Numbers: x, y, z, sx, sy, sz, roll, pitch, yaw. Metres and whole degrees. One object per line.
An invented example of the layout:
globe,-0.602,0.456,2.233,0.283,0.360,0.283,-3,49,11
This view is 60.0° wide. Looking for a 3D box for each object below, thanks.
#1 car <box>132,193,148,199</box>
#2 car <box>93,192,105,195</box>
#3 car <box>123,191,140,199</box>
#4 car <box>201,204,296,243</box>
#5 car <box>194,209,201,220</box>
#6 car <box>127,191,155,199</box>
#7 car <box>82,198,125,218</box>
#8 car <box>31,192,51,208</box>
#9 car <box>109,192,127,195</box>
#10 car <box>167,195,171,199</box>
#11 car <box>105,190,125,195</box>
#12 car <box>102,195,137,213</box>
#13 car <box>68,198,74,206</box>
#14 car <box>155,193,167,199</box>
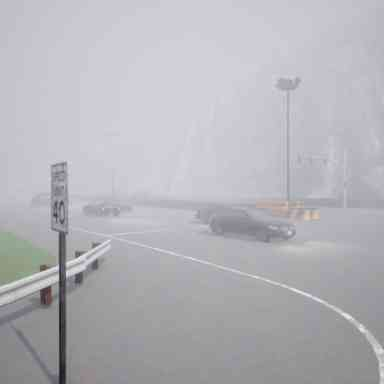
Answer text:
car,-12.687,0.901,81.340,1.812,1.442,4.674,0,1,-38
car,-20.870,0.757,74.765,2.097,1.767,4.553,0,1,-38
car,-14.058,0.740,77.407,2.097,1.767,4.553,0,1,-38
car,2.755,1.499,16.168,1.812,1.442,4.674,0,0,-38
car,2.385,1.508,22.265,2.033,1.411,5.357,0,0,-38
car,-10.358,0.830,67.151,2.150,2.045,5.566,0,1,-38
car,-8.188,1.532,29.975,1.895,1.301,4.718,0,0,-38
car,-20.417,1.018,45.599,2.150,2.045,5.566,0,1,-38
car,-14.527,1.182,66.803,1.895,1.301,4.718,0,1,-38
car,-6.701,1.147,73.693,1.895,1.301,4.718,0,1,-38
car,-16.843,0.660,75.288,2.150,2.045,5.566,0,1,-38
car,-8.228,1.380,35.681,1.882,1.535,5.008,0,0,-38
car,-19.364,1.356,49.949,1.895,1.301,4.718,0,1,-38
car,-7.898,0.950,69.524,2.097,1.767,4.553,0,1,-38
